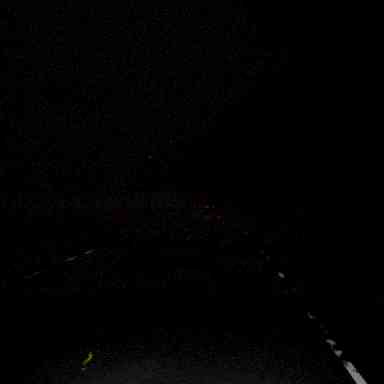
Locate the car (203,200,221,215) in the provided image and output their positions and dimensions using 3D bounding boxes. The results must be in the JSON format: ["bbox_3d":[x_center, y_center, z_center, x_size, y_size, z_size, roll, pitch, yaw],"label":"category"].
[{"bbox_3d":[2.856,2.133,47.306,2.150,2.045,5.566,1,-1,1],"label":"car"}]
